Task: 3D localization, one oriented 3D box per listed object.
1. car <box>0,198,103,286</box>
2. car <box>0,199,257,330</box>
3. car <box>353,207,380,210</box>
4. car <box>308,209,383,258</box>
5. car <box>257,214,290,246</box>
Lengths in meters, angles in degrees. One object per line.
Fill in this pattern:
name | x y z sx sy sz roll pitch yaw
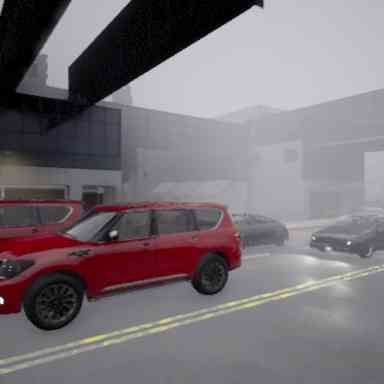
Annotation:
car | -5.422 1.223 8.720 5.566 2.045 2.150 0 0 -35
car | -1.379 1.239 7.294 5.566 2.045 2.150 0 0 -35
car | 10.467 1.647 20.028 4.674 1.442 1.812 0 0 -35
car | 6.973 1.628 13.239 5.357 1.411 2.033 0 0 -35
car | 2.221 1.623 14.161 4.181 1.385 1.994 0 0 -35
